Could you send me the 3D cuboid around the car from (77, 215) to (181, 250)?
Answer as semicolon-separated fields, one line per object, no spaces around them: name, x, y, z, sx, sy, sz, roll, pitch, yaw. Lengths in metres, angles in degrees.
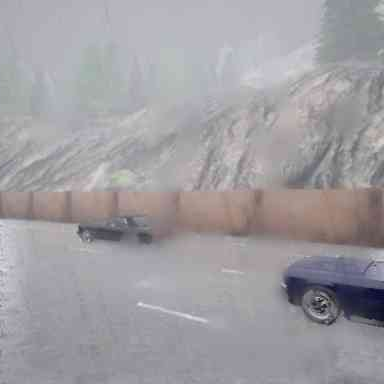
car;-2.883;1.650;14.513;4.718;1.301;1.895;0;0;34

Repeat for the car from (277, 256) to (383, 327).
car;3.912;1.600;5.457;4.718;1.301;1.895;0;0;35
